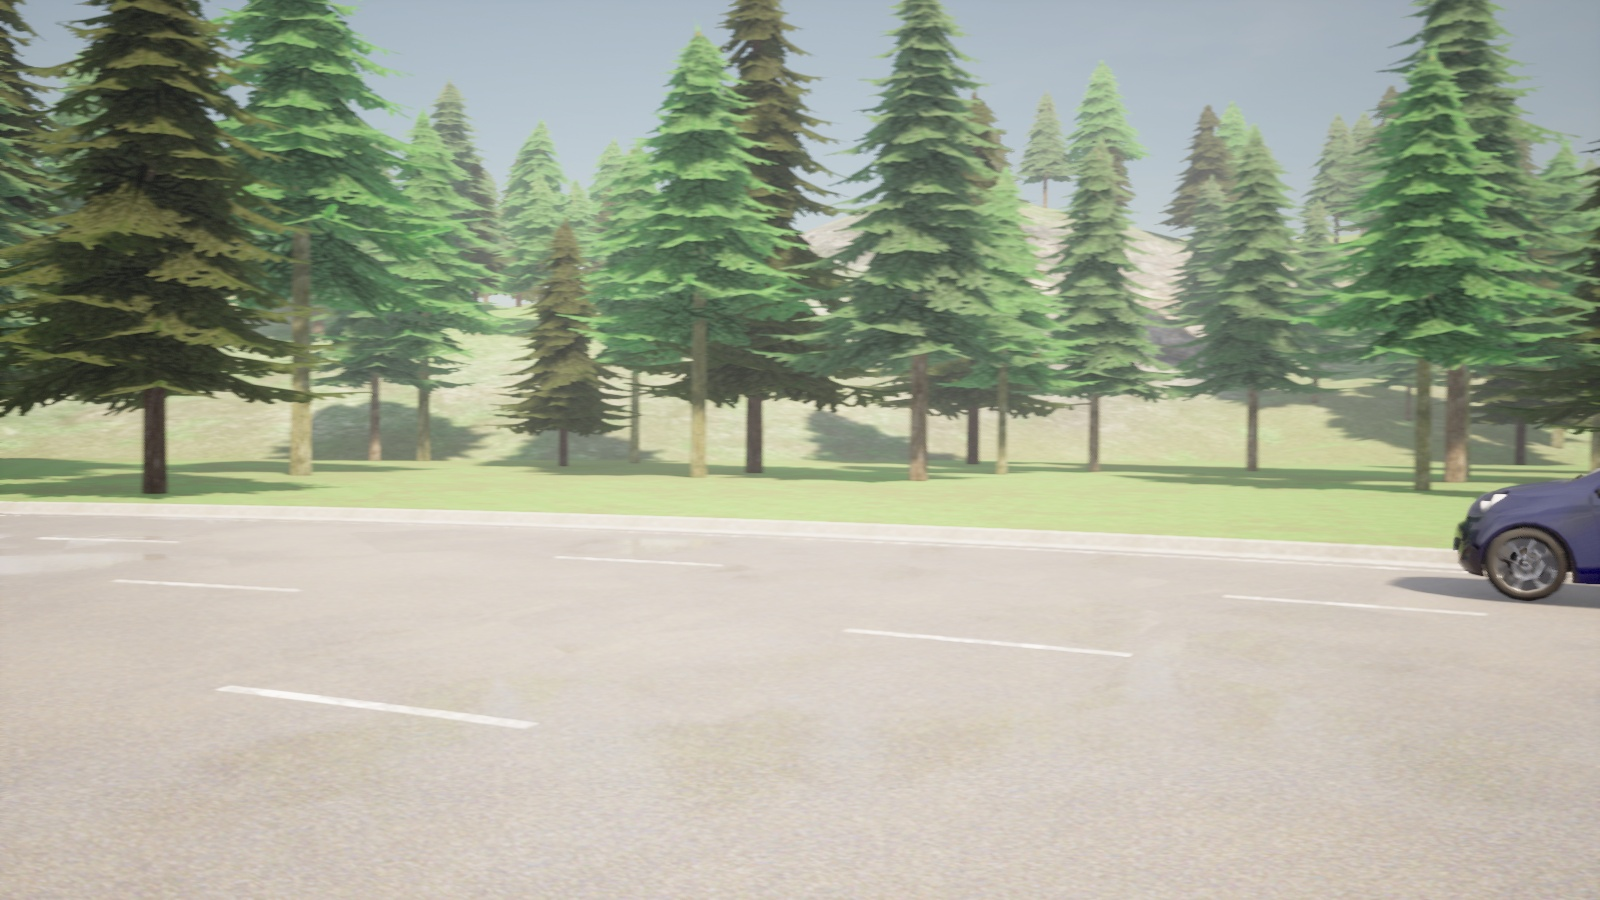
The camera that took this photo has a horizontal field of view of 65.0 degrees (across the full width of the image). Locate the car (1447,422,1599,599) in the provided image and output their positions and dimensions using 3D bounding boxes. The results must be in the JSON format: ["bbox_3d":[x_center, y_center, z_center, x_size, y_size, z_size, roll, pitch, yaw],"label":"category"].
[{"bbox_3d":[7.840,0.496,11.033,3.633,1.501,1.845,0,1,34],"label":"car"}]
